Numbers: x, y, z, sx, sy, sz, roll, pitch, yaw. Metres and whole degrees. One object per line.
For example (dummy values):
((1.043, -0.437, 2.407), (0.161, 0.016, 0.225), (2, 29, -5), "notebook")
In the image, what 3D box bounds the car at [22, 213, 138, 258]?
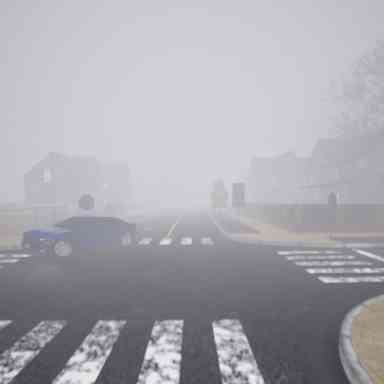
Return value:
((-4.454, 1.668, 13.967), (1.882, 1.535, 5.008), (3, 1, 35), "car")
